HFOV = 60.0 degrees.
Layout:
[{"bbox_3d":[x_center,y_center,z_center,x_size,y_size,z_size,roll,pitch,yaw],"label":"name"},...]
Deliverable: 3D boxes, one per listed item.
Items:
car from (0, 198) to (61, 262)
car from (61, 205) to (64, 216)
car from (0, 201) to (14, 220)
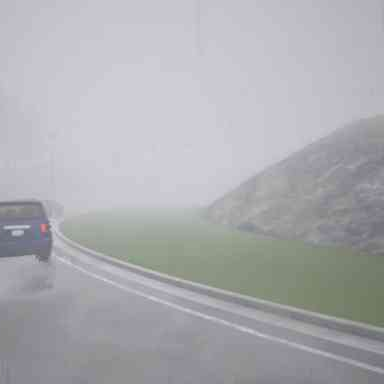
[{"bbox_3d":[-6.449,1.216,11.465,2.150,2.045,5.566,0,0,-36],"label":"car"},{"bbox_3d":[-12.921,1.355,29.501,2.097,1.767,4.553,1,0,-7],"label":"car"},{"bbox_3d":[-16.130,1.496,26.769,1.812,1.442,4.674,0,0,-10],"label":"car"}]
